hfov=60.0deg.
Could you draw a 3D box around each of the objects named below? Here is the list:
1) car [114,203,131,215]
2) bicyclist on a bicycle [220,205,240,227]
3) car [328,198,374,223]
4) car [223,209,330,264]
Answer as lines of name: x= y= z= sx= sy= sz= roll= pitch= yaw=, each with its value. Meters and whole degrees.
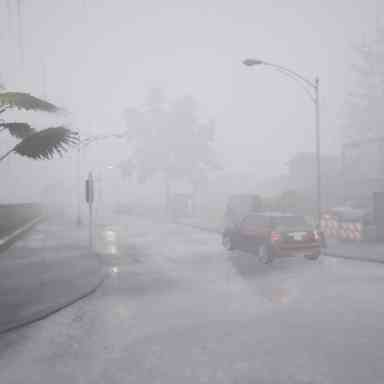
car: x=-10.465 y=2.508 z=49.778 sx=2.097 sy=1.767 sz=4.553 roll=0 pitch=-1 yaw=-20
bicyclist on a bicycle: x=2.902 y=1.847 z=25.469 sx=1.656 sy=1.620 sz=0.582 roll=-1 pitch=-1 yaw=-20
car: x=11.712 y=1.353 z=24.176 sx=3.866 sy=1.878 sz=1.905 roll=-1 pitch=-1 yaw=15
car: x=2.894 y=1.595 z=13.099 sx=2.097 sy=1.767 sz=4.553 roll=0 pitch=-1 yaw=-17
